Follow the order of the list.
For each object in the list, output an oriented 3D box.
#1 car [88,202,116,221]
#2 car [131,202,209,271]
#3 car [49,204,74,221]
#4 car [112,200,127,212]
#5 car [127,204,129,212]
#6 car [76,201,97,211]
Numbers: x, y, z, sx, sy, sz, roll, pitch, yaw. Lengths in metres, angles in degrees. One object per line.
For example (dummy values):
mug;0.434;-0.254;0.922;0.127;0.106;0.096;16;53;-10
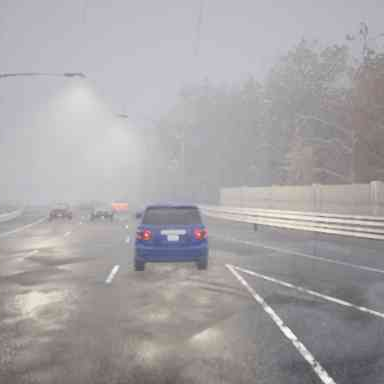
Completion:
car;-8.390;1.906;30.899;1.895;1.301;4.718;0;-1;-17
car;-0.794;1.337;11.571;2.150;2.045;5.566;0;0;-6
car;-11.924;1.829;30.472;1.812;1.442;4.674;0;-1;-17
car;-9.943;1.792;44.765;2.097;1.767;4.553;0;-1;-24
car;-4.378;1.822;30.251;1.812;1.442;4.674;0;-1;-19
car;-15.697;2.047;48.811;1.994;1.385;4.181;0;-1;-26
